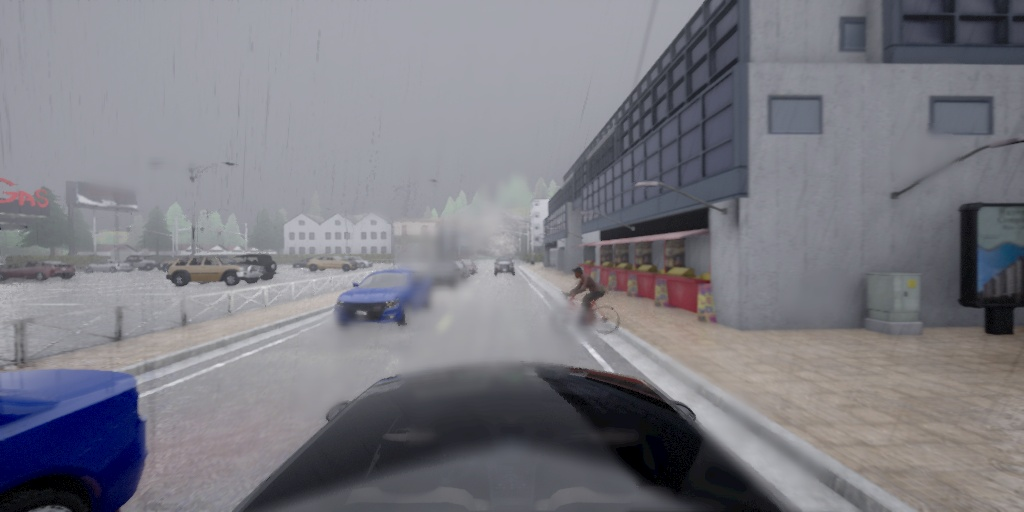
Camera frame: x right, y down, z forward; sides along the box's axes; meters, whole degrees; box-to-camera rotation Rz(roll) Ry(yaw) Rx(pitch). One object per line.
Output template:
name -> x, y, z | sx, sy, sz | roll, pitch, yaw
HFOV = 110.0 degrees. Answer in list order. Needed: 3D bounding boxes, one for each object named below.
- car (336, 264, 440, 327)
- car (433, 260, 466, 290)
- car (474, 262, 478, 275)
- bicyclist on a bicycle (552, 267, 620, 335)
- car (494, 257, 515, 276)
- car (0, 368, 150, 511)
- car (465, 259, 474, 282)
car -> -3.826, 1.179, 11.563 | 1.882, 1.535, 5.008 | 0, 0, -1
car -> -4.074, 1.135, 21.431 | 1.837, 1.490, 4.892 | 0, 0, -2
car -> -4.352, 1.060, 34.460 | 1.812, 1.442, 4.674 | 0, 1, -1
bicyclist on a bicycle -> 1.749, 1.084, 8.570 | 1.656, 1.620, 0.582 | -2, 0, -1
car -> -0.692, 1.043, 33.536 | 1.812, 1.442, 4.674 | 0, 0, -1
car -> -3.540, 1.261, 0.456 | 1.882, 1.535, 5.008 | 0, 0, -1
car -> -4.111, 1.146, 26.426 | 1.812, 1.442, 4.674 | 0, 0, -1
